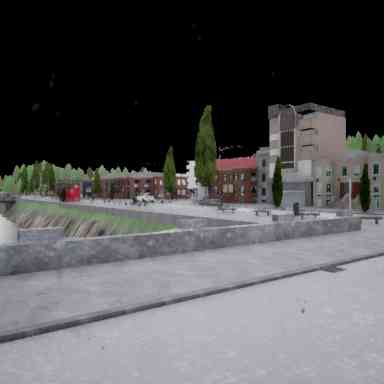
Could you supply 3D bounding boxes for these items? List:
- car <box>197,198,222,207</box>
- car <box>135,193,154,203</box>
[{"bbox_3d":[2.594,1.564,50.795,1.994,1.385,4.181,0,0,-35],"label":"car"},{"bbox_3d":[-9.760,1.215,68.115,2.150,2.045,5.566,0,-1,-35],"label":"car"}]
